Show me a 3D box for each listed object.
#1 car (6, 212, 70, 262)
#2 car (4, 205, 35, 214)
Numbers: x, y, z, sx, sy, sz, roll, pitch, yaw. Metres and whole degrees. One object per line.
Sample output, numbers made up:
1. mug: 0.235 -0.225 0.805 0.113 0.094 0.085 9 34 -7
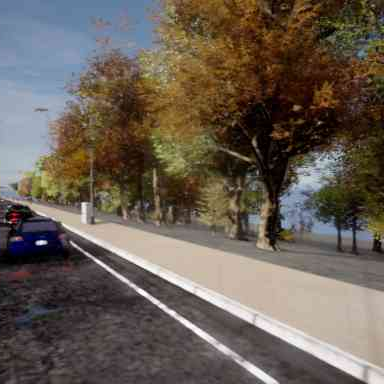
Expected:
1. car: -6.026 1.687 12.918 1.994 1.385 4.181 0 0 -29
2. car: -13.467 1.767 25.987 1.837 1.490 4.892 0 0 -29
